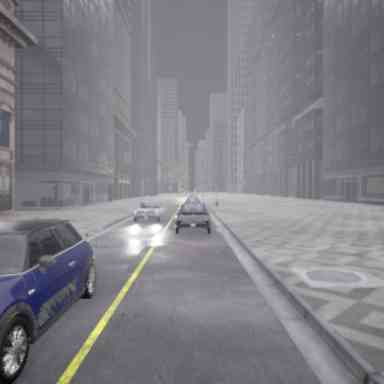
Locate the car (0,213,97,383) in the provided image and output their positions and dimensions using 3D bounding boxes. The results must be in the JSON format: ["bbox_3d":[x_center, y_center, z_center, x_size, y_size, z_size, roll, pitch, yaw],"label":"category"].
[{"bbox_3d":[-3.085,1.308,5.264,2.097,1.767,4.553,0,1,0],"label":"car"}]

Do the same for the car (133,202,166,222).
[{"bbox_3d":[-3.038,1.400,24.310,1.895,1.301,4.718,0,0,1],"label":"car"}]

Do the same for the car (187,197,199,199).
[{"bbox_3d":[0.079,1.248,35.801,2.033,1.411,5.357,0,1,0],"label":"car"}]

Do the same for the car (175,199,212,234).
[{"bbox_3d":[0.070,1.342,18.238,2.128,1.511,4.902,0,1,0],"label":"car"}]
